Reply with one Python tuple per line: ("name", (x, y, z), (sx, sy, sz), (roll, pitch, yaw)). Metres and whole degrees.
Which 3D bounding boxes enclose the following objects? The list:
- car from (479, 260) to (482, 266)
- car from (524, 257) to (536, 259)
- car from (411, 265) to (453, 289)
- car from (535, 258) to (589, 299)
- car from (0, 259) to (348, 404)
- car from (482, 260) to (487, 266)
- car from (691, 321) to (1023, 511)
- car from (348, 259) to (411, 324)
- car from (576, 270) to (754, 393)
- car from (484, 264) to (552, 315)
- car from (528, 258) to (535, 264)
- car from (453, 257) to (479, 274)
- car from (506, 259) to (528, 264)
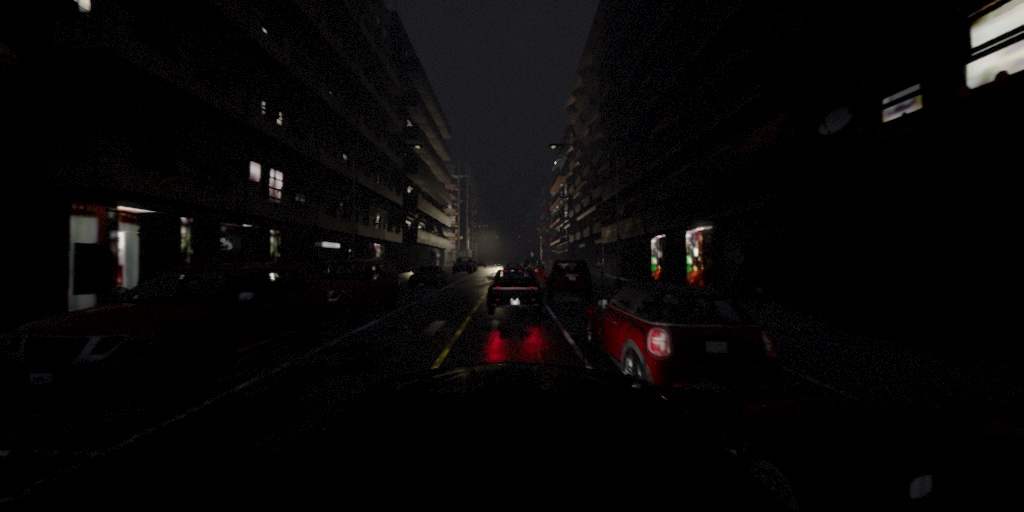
("car", (-5.309, 1.257, 45.262), (1.888, 1.381, 4.507), (0, 0, 0))
("car", (2.540, 1.030, 50.736), (2.192, 1.841, 5.009), (0, 0, 0))
("car", (-5.312, 1.283, 23.142), (1.948, 1.339, 4.313), (0, 0, 0))
("car", (2.535, 1.038, 17.549), (2.192, 1.841, 5.009), (0, 0, 0))
("car", (-5.315, 1.056, 6.550), (2.192, 1.841, 5.009), (0, 0, 0))
("car", (-5.307, 1.311, 61.855), (1.802, 1.307, 4.207), (0, 0, 0))
("car", (2.567, 1.297, 0.956), (1.888, 1.381, 4.507), (0, 0, 0))
("car", (-5.314, 1.046, 12.079), (2.192, 1.841, 5.009), (0, 0, 0))
("car", (2.575, 1.181, 6.488), (1.967, 1.591, 4.097), (0, 0, 0))
("car", (0.102, 1.221, 13.525), (2.128, 1.511, 4.902), (0, 0, 0))
("car", (2.537, 1.153, 28.612), (1.967, 1.591, 4.097), (0, 0, 0))
("car", (-5.310, 1.025, 39.730), (2.192, 1.841, 5.009), (0, 0, 0))
("car", (0.110, 1.259, 31.919), (2.033, 1.411, 5.357), (0, 0, 0))
